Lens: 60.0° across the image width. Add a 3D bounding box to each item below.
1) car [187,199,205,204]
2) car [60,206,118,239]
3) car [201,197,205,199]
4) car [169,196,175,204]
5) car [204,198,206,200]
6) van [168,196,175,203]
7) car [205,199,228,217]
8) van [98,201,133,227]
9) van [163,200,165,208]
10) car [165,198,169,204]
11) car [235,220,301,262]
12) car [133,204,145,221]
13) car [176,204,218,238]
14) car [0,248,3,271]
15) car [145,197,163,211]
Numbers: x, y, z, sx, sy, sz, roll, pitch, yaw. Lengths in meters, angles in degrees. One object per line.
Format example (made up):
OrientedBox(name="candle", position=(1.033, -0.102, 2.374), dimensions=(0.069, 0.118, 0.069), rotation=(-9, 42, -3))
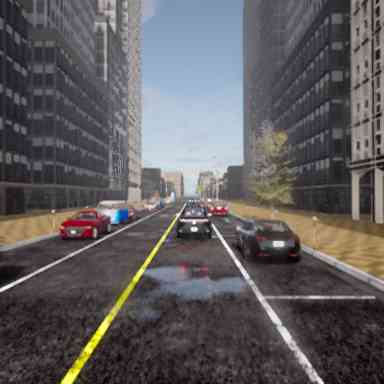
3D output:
OrientedBox(name="car", position=(0.132, 1.796, 36.994), dimensions=(1.837, 1.490, 4.892), rotation=(0, 0, 0))
OrientedBox(name="car", position=(-5.672, 1.690, 18.157), dimensions=(1.887, 1.381, 4.507), rotation=(0, 0, 0))
OrientedBox(name="car", position=(2.738, 1.932, 52.458), dimensions=(1.752, 1.417, 4.829), rotation=(0, 0, 0))
OrientedBox(name="car", position=(-5.618, 2.140, 80.599), dimensions=(1.752, 1.417, 4.829), rotation=(0, 0, 0))
OrientedBox(name="car", position=(2.733, 1.945, 46.595), dimensions=(1.802, 1.307, 4.206), rotation=(0, 0, 0))
OrientedBox(name="van", position=(-5.607, 2.039, 92.155), dimensions=(1.690, 1.788, 3.998), rotation=(0, 0, 0))
OrientedBox(name="car", position=(2.724, 1.718, 35.212), dimensions=(1.967, 1.590, 4.097), rotation=(0, 0, 0))
OrientedBox(name="van", position=(-5.666, 1.531, 23.851), dimensions=(1.690, 1.788, 3.998), rotation=(0, 0, 0))
OrientedBox(name="van", position=(-5.641, 1.747, 52.312), dimensions=(1.690, 1.788, 3.998), rotation=(0, 0, 0))
OrientedBox(name="car", position=(-5.637, 2.014, 58.002), dimensions=(1.947, 1.339, 4.313), rotation=(0, 0, 0))
OrientedBox(name="car", position=(2.704, 1.666, 12.445), dimensions=(1.947, 1.339, 4.313), rotation=(0, 0, 0))
OrientedBox(name="car", position=(-5.662, 1.816, 29.542), dimensions=(1.802, 1.307, 4.206), rotation=(0, 0, 0))
OrientedBox(name="car", position=(0.115, 1.643, 18.816), dimensions=(2.128, 1.511, 4.902), rotation=(0, 0, 0))
OrientedBox(name="car", position=(-5.682, 1.606, 6.773), dimensions=(2.008, 1.369, 4.403), rotation=(0, 0, 0))
OrientedBox(name="car", position=(-5.647, 1.803, 46.618), dimensions=(1.967, 1.590, 4.097), rotation=(0, 0, 0))
